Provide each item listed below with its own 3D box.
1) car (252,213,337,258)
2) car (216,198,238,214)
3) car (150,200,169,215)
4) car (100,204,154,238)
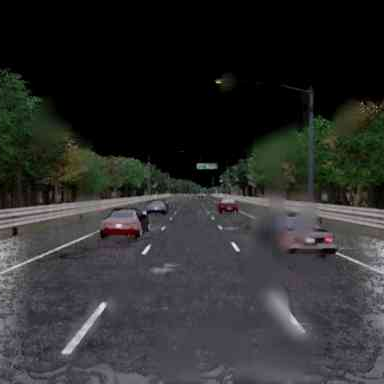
[{"bbox_3d":[3.601,1.522,12.639,2.033,1.411,5.357,0,0,0],"label":"car"},{"bbox_3d":[3.606,1.408,34.477,1.882,1.535,5.008,0,0,0],"label":"car"},{"bbox_3d":[-3.395,1.496,33.561,1.994,1.385,4.181,0,0,0],"label":"car"},{"bbox_3d":[-3.396,1.529,17.440,1.994,1.385,4.181,0,0,0],"label":"car"}]
